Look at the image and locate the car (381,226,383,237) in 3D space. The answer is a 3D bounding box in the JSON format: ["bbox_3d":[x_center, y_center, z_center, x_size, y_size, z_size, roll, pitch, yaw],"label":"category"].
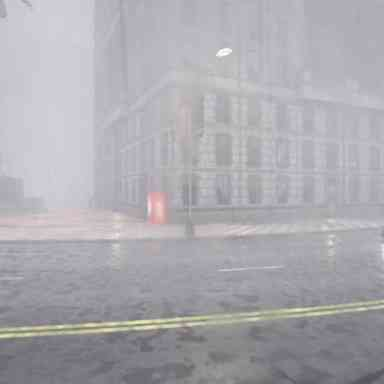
[{"bbox_3d":[11.155,1.528,15.145,5.357,1.411,2.033,0,0,-24],"label":"car"}]
